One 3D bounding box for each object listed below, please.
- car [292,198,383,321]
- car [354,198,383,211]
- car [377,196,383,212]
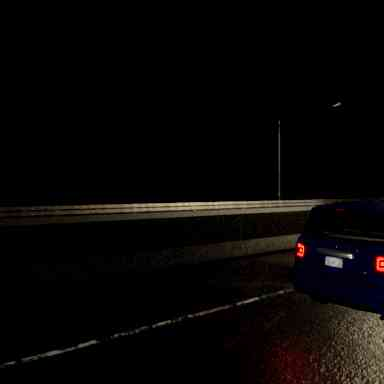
[{"bbox_3d":[4.452,1.219,6.917,5.566,2.045,2.150,0,0,-36],"label":"car"},{"bbox_3d":[22.379,1.490,41.393,4.892,1.490,1.837,1,0,-35],"label":"car"},{"bbox_3d":[23.130,1.334,37.641,4.553,1.767,2.097,0,0,-35],"label":"car"}]
